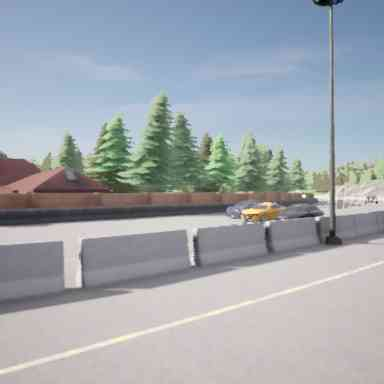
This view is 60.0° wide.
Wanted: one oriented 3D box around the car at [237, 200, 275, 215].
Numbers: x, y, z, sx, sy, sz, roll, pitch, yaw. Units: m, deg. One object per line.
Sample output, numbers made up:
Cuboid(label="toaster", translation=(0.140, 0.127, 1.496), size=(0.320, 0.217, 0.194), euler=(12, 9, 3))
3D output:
Cuboid(label="car", translation=(7.481, 1.739, 38.620), size=(1.882, 1.535, 5.008), euler=(-1, 0, 43))

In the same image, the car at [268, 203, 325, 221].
Cuboid(label="car", translation=(7.943, 1.657, 24.294), size=(4.892, 1.490, 1.837), euler=(1, -1, -43))

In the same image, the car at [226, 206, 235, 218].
Cuboid(label="car", translation=(5.245, 1.568, 31.378), size=(4.553, 1.767, 2.097), euler=(0, -1, -45))

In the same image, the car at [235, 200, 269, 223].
Cuboid(label="car", translation=(6.081, 1.660, 27.338), size=(5.008, 1.535, 1.882), euler=(0, -1, -43))

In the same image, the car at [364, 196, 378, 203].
Cuboid(label="car", translation=(31.899, 1.312, 59.089), size=(2.097, 1.767, 4.553), euler=(-1, -1, 31))
